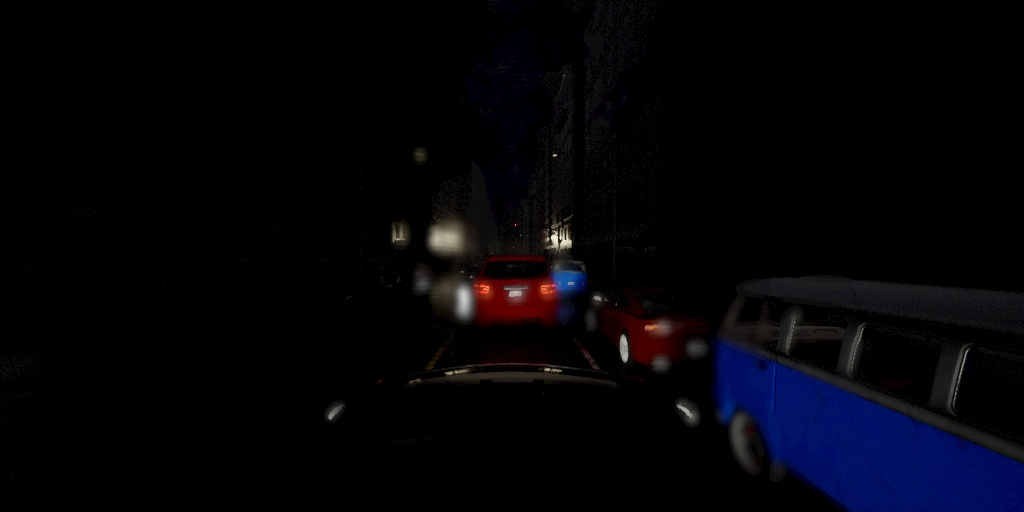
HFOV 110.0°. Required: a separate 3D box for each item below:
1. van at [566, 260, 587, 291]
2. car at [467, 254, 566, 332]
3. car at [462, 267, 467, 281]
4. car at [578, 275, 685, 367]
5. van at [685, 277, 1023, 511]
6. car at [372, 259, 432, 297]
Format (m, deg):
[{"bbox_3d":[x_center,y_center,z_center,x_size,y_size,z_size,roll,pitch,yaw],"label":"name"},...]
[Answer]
[{"bbox_3d":[2.890,1.086,19.089,1.690,1.789,3.998,0,0,0],"label":"van"},{"bbox_3d":[0.119,0.970,10.991,2.150,2.045,5.566,0,0,0],"label":"car"},{"bbox_3d":[-2.946,1.346,29.529,1.895,1.301,4.718,0,0,0],"label":"car"},{"bbox_3d":[2.867,1.294,7.768,1.888,1.381,4.507,0,0,0],"label":"car"},{"bbox_3d":[2.856,1.091,2.107,1.690,1.789,3.998,0,0,0],"label":"van"},{"bbox_3d":[-5.635,1.060,19.066,2.192,1.841,5.009,0,0,0],"label":"car"}]
